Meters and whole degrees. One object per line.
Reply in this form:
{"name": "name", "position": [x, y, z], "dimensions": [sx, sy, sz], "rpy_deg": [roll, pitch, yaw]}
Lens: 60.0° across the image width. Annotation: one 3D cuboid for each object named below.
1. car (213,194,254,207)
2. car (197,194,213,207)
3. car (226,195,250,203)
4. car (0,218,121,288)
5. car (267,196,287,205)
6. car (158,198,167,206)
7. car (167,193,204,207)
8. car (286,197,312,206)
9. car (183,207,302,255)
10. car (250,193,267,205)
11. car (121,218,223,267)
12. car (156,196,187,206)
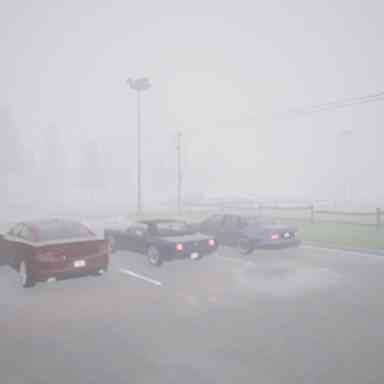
{"name": "car", "position": [5.581, 1.432, 44.804], "dimensions": [5.008, 1.535, 1.882], "rpy_deg": [0, 0, -39]}
{"name": "car", "position": [3.482, 1.455, 47.610], "dimensions": [4.892, 1.490, 1.837], "rpy_deg": [0, 0, -39]}
{"name": "car", "position": [9.063, 1.437, 65.727], "dimensions": [4.892, 1.490, 1.837], "rpy_deg": [0, 0, -39]}
{"name": "car", "position": [-4.126, 1.465, 9.439], "dimensions": [1.882, 1.535, 5.008], "rpy_deg": [0, 0, -40]}
{"name": "car", "position": [15.676, 1.470, 57.631], "dimensions": [4.674, 1.442, 1.812], "rpy_deg": [0, 0, -39]}
{"name": "car", "position": [-2.428, 1.420, 51.806], "dimensions": [5.008, 1.535, 1.882], "rpy_deg": [0, 0, -40]}
{"name": "car", "position": [-0.458, 1.168, 48.896], "dimensions": [5.566, 2.045, 2.150], "rpy_deg": [0, 0, -40]}
{"name": "car", "position": [18.084, 1.512, 55.085], "dimensions": [4.181, 1.385, 1.994], "rpy_deg": [0, 0, -39]}
{"name": "car", "position": [1.666, 1.534, 13.424], "dimensions": [2.033, 1.411, 5.357], "rpy_deg": [0, 0, -40]}
{"name": "car", "position": [12.824, 1.419, 59.807], "dimensions": [5.008, 1.535, 1.882], "rpy_deg": [0, 0, -39]}
{"name": "car", "position": [-1.335, 1.588, 11.560], "dimensions": [1.895, 1.301, 4.718], "rpy_deg": [0, 0, -40]}
{"name": "car", "position": [-3.371, 1.416, 55.562], "dimensions": [5.008, 1.535, 1.882], "rpy_deg": [-1, 0, -39]}
